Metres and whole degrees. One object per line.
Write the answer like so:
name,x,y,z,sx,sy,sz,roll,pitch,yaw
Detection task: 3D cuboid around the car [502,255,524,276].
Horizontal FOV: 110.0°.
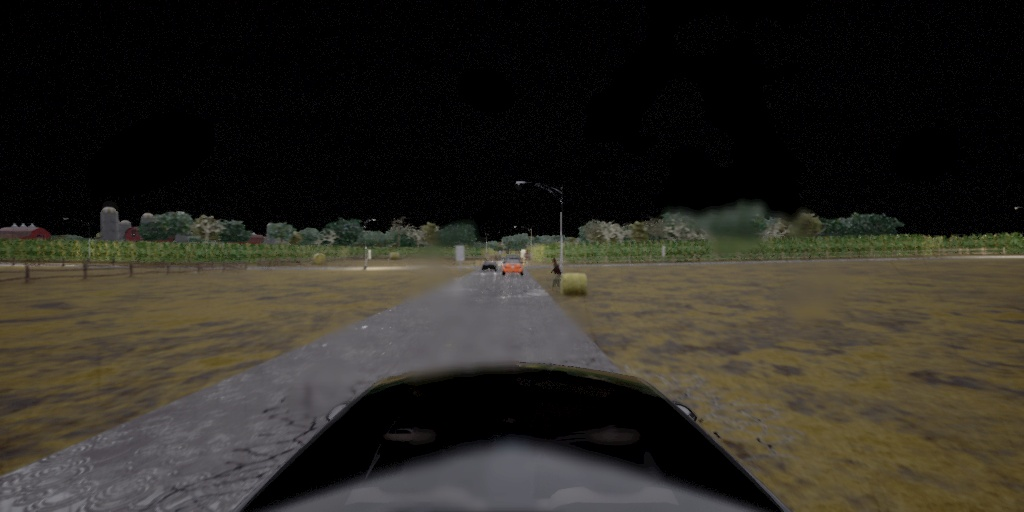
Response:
car,0.085,1.003,36.359,2.097,1.767,4.553,0,0,0

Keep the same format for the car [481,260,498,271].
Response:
car,-2.744,1.207,44.522,1.895,1.301,4.718,0,0,0

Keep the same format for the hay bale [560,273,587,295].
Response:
hay bale,3.131,1.375,18.358,1.220,1.180,1.240,0,0,0

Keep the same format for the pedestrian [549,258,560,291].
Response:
pedestrian,2.351,1.000,19.391,0.375,1.860,0.375,-1,2,-10
